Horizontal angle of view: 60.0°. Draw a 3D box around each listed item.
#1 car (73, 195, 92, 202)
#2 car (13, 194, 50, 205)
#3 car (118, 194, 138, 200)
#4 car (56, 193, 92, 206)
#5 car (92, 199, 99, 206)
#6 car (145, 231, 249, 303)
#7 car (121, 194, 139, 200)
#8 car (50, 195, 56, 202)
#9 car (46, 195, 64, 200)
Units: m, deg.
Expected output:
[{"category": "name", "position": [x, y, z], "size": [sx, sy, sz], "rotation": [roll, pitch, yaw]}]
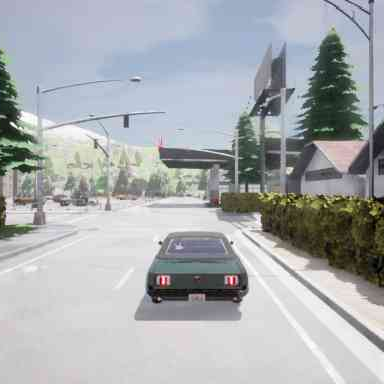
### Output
[{"category": "car", "position": [-23.999, 1.320, 73.041], "size": [3.633, 1.501, 1.845], "rotation": [0, 0, 0]}, {"category": "car", "position": [-24.633, 1.097, 50.588], "size": [4.605, 1.855, 1.932], "rotation": [0, 0, 0]}, {"category": "car", "position": [-16.388, 1.330, 84.927], "size": [5.027, 1.636, 2.152], "rotation": [0, 0, 0]}, {"category": "car", "position": [-16.747, 1.077, 47.343], "size": [3.866, 1.878, 1.905], "rotation": [0, 0, 0]}, {"category": "car", "position": [-16.154, 1.361, 50.671], "size": [3.806, 1.475, 1.970], "rotation": [0, 0, 0]}, {"category": "car", "position": [0.099, 1.601, 8.155], "size": [1.895, 1.301, 4.718], "rotation": [0, 0, 0]}, {"category": "car", "position": [-16.457, 1.340, 88.064], "size": [4.514, 1.523, 2.007], "rotation": [0, 0, 0]}, {"category": "car", "position": [-23.988, 1.298, 63.048], "size": [4.514, 1.523, 2.007], "rotation": [0, 0, 0]}, {"category": "car", "position": [-35.054, 1.384, 84.975], "size": [3.806, 1.475, 1.970], "rotation": [0, 0, 0]}]
